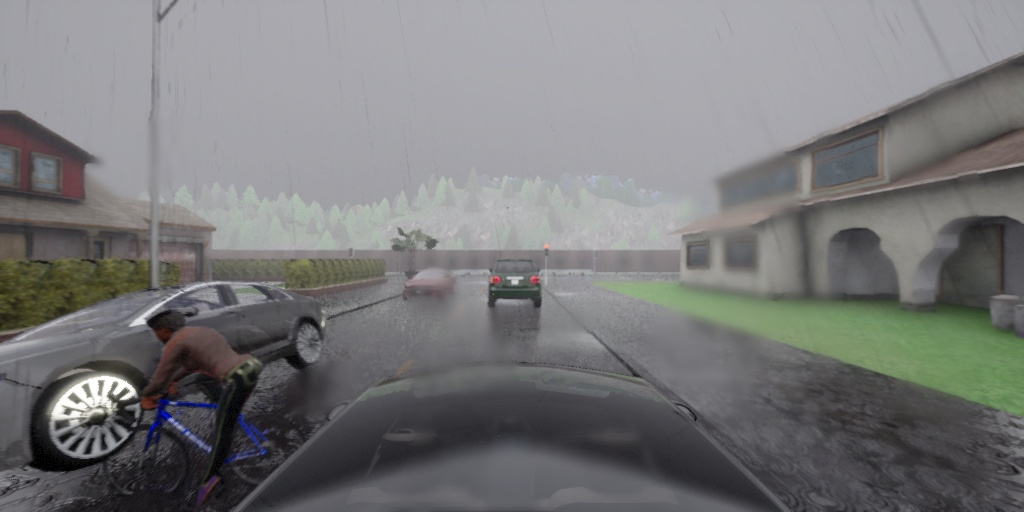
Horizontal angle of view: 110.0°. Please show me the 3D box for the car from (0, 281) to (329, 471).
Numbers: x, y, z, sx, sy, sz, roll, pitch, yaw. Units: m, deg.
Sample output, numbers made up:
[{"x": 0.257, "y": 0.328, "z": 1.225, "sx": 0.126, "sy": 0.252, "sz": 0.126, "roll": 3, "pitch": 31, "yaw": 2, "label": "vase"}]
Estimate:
[{"x": -4.182, "y": 1.129, "z": 4.300, "sx": 2.128, "sy": 1.511, "sz": 4.902, "roll": -13, "pitch": -3, "yaw": 0, "label": "car"}]

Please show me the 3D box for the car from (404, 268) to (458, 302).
[{"x": -3.987, "y": 1.378, "z": 18.262, "sx": 1.882, "sy": 1.535, "sz": 5.008, "roll": 0, "pitch": -1, "yaw": 1, "label": "car"}]

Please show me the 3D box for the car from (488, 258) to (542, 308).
[{"x": 0.123, "y": 1.103, "z": 16.225, "sx": 2.150, "sy": 2.045, "sz": 5.566, "roll": 0, "pitch": -1, "yaw": 0, "label": "car"}]

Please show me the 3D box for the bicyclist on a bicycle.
[{"x": -2.613, "y": 1.249, "z": 3.002, "sx": 1.656, "sy": 1.620, "sz": 0.582, "roll": -4, "pitch": 5, "yaw": -5, "label": "bicyclist on a bicycle"}]
